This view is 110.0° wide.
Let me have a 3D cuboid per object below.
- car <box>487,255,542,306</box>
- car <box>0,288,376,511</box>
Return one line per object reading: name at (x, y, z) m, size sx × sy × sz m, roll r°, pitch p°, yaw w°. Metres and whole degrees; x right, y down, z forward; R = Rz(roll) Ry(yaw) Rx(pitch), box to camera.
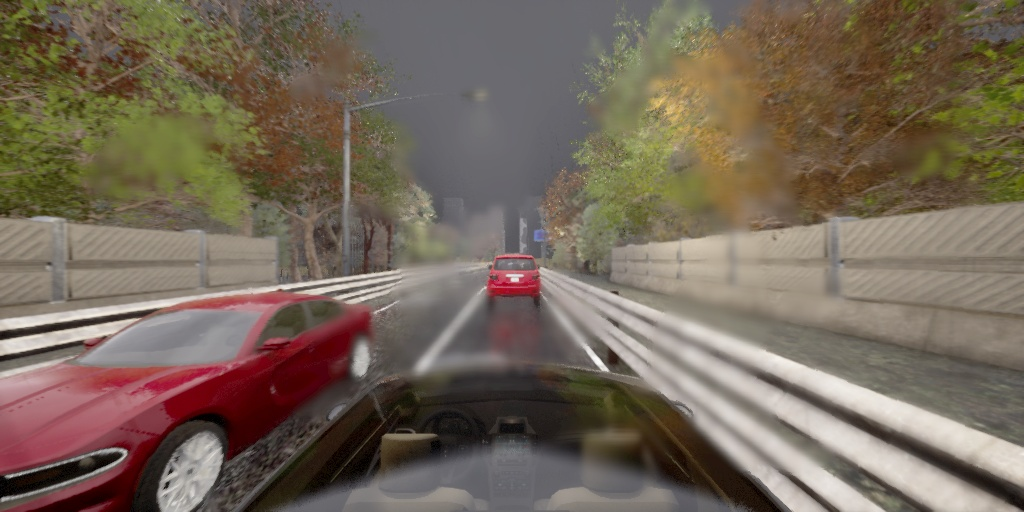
car at (0.106, 0.987, 16.058) m, size 2.150 × 2.045 × 5.566 m, roll 0°, pitch 0°, yaw 0°
car at (-3.349, 1.227, 4.342) m, size 1.882 × 1.535 × 5.008 m, roll 0°, pitch 0°, yaw 0°
